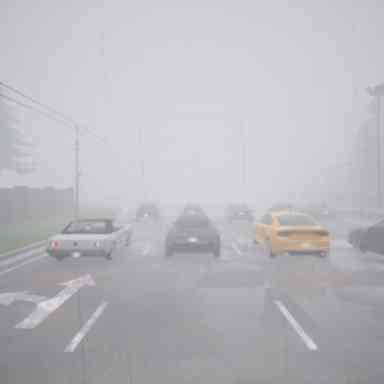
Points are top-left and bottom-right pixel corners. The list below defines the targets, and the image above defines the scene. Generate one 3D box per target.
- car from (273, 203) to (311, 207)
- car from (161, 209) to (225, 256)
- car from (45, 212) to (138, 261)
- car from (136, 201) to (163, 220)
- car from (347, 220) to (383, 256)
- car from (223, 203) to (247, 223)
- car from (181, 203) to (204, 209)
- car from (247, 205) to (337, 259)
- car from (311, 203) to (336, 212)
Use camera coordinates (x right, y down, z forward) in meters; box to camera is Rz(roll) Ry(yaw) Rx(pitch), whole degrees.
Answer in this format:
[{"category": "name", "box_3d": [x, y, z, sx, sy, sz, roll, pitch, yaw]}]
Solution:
[{"category": "car", "box_3d": [7.021, 1.552, 25.670, 2.033, 1.411, 5.357, 0, 0, 0]}, {"category": "car", "box_3d": [0.046, 1.567, 13.125, 1.994, 1.385, 4.181, 0, 0, 0]}, {"category": "car", "box_3d": [-3.462, 1.603, 12.230, 1.895, 1.301, 4.718, 0, 0, 0]}, {"category": "car", "box_3d": [-3.546, 1.508, 27.864, 1.837, 1.490, 4.892, 0, 0, -1]}, {"category": "car", "box_3d": [7.026, 1.550, 10.715, 2.033, 1.411, 5.357, 0, 0, 0]}, {"category": "car", "box_3d": [3.521, 1.552, 25.670, 2.033, 1.411, 5.357, 0, 0, 0]}, {"category": "car", "box_3d": [0.044, 1.568, 27.998, 1.994, 1.385, 4.181, 0, 0, 0]}, {"category": "car", "box_3d": [3.542, 1.480, 12.725, 1.882, 1.535, 5.008, 0, 0, 1]}, {"category": "car", "box_3d": [10.544, 1.570, 28.094, 1.994, 1.385, 4.181, 0, 0, 0]}]
